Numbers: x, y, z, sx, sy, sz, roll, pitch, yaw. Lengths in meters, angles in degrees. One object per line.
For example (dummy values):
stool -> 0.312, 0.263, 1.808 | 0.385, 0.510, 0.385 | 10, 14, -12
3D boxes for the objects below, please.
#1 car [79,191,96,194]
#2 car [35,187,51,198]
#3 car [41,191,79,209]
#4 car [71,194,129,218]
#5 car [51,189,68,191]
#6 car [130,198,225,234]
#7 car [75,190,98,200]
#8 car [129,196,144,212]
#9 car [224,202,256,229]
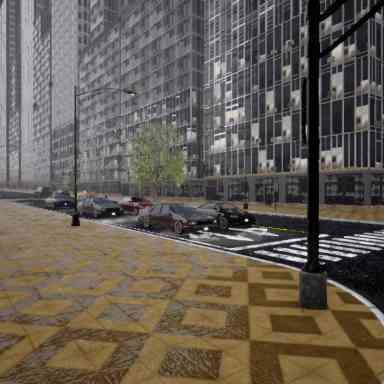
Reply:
car -> -11.025, 0.913, 35.804 | 2.033, 1.411, 5.357 | 0, 1, -38
car -> -28.475, -0.025, 63.764 | 2.150, 2.045, 5.566 | 0, 1, -38
car -> -13.397, 0.939, 33.562 | 1.994, 1.385, 4.181 | 0, 1, -38
car -> -7.188, 1.107, 25.614 | 2.033, 1.411, 5.357 | 0, 1, -38
car -> -25.349, 0.272, 65.040 | 1.837, 1.490, 4.892 | 0, 1, -38
car -> -0.970, 1.292, 17.687 | 2.033, 1.411, 5.357 | 0, 1, -38
car -> -17.462, 0.485, 54.929 | 1.882, 1.535, 5.008 | 0, 1, -38
car -> -4.610, 1.083, 27.592 | 1.812, 1.442, 4.674 | 0, 1, -38
car -> 1.721, 1.309, 19.523 | 1.994, 1.385, 4.181 | 0, 1, -38
